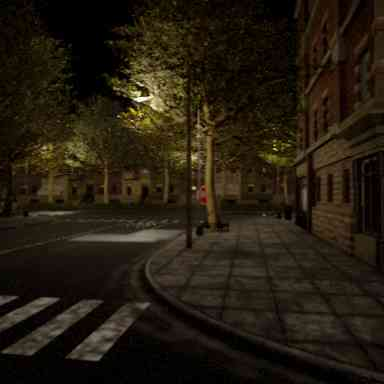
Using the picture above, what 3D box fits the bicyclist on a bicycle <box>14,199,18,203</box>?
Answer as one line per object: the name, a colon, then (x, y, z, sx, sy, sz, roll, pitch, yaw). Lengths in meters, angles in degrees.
bicyclist on a bicycle: (-28.258, 2.012, 53.495, 0.582, 1.620, 1.656, 0, 0, 10)
